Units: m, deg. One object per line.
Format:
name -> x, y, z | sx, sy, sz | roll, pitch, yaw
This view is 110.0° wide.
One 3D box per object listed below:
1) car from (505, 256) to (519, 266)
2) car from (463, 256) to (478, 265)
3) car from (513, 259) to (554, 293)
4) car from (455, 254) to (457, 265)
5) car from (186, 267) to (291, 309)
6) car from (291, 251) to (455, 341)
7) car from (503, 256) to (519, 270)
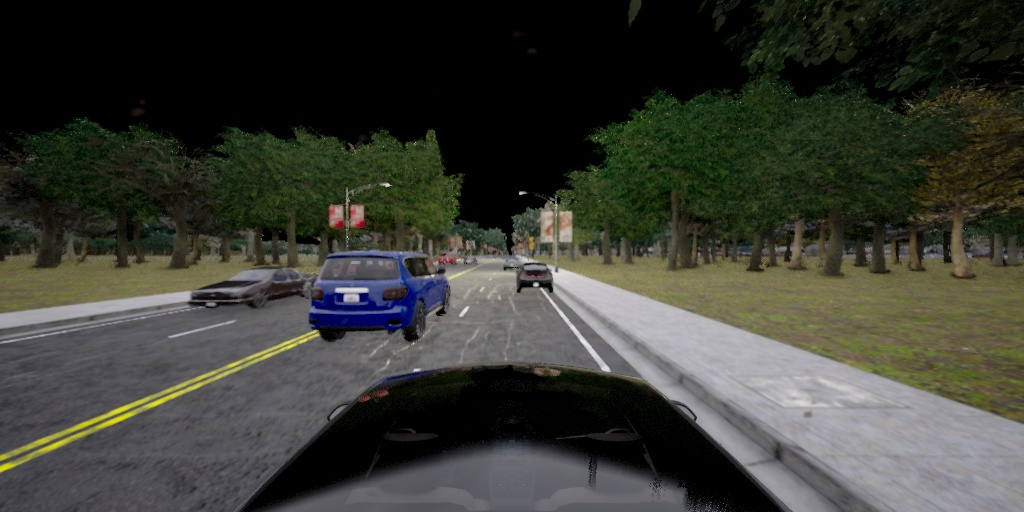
car -> 0.002, 0.721, 54.543 | 2.128, 1.511, 4.902 | 0, 1, 0
car -> -6.554, 0.698, 56.891 | 2.128, 1.511, 4.902 | 0, 1, 0
car -> 1.138, 1.080, 19.275 | 1.837, 1.490, 4.892 | 0, 1, 0
car -> -9.807, 0.445, 55.018 | 2.150, 2.045, 5.566 | 0, 1, 1
car -> -9.850, 1.171, 14.401 | 2.033, 1.411, 5.357 | 0, 1, 0
car -> -3.150, 0.891, 9.721 | 2.150, 2.045, 5.566 | 0, 1, 0
car -> 0.024, 0.920, 41.438 | 1.994, 1.385, 4.181 | 0, 1, 1
